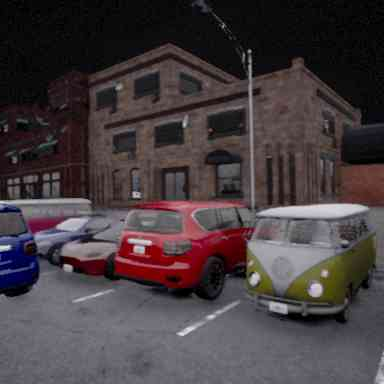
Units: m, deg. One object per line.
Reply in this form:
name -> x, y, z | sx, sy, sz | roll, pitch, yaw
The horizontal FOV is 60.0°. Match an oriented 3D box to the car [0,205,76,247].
car -> -8.240, 1.501, 15.131 | 1.946, 1.575, 5.366 | 0, 0, 38

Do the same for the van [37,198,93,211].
van -> -5.894, 1.280, 13.696 | 1.878, 1.987, 4.442 | 0, 0, 38

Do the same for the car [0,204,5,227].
car -> -14.477, 1.515, 20.445 | 2.163, 1.488, 4.792 | 0, 0, 40

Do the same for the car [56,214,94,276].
car -> -1.722, 1.534, 10.379 | 2.163, 1.488, 4.792 | 0, 0, 37

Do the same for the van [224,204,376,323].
van -> 2.666, 1.266, 7.108 | 1.878, 1.987, 4.442 | 0, 0, 36

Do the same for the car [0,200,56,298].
car -> -5.621, 1.247, 7.450 | 5.566, 2.045, 2.150 | 0, 0, 37

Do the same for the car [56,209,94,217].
car -> -3.805, 1.546, 11.961 | 2.002, 1.452, 4.674 | 0, 0, 37

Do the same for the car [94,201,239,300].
car -> 0.519, 1.249, 8.824 | 2.435, 2.045, 5.566 | 0, 0, 36

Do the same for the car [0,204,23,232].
car -> -12.409, 1.523, 18.664 | 2.163, 1.488, 4.792 | 0, 0, 40

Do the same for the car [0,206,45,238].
car -> -10.264, 1.540, 16.972 | 2.002, 1.452, 4.674 | 0, 0, 39
